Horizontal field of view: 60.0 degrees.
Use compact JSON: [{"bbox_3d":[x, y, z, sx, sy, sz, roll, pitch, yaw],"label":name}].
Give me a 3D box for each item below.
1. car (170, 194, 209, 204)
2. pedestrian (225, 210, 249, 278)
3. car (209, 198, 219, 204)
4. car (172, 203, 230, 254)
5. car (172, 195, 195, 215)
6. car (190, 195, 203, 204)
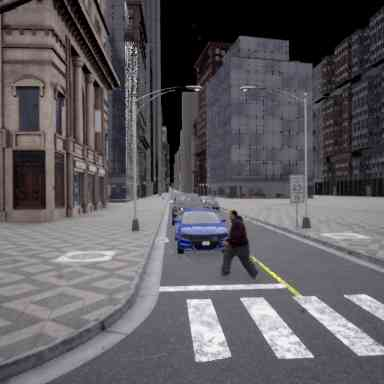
[{"bbox_3d":[-0.338,1.145,23.527,2.150,2.045,5.566,0,0,-3],"label":"car"},{"bbox_3d":[1.109,1.268,8.247,0.375,1.860,0.375,0,0,-4],"label":"pedestrian"},{"bbox_3d":[1.980,1.394,38.062,2.033,1.411,5.357,0,0,-3],"label":"car"},{"bbox_3d":[0.271,1.437,13.602,1.882,1.535,5.008,0,0,-4],"label":"car"},{"bbox_3d":[-0.934,1.240,33.476,2.097,1.767,4.553,0,0,-3],"label":"car"},{"bbox_3d":[0.773,1.325,57.551,1.994,1.385,4.181,0,0,-4],"label":"car"}]
